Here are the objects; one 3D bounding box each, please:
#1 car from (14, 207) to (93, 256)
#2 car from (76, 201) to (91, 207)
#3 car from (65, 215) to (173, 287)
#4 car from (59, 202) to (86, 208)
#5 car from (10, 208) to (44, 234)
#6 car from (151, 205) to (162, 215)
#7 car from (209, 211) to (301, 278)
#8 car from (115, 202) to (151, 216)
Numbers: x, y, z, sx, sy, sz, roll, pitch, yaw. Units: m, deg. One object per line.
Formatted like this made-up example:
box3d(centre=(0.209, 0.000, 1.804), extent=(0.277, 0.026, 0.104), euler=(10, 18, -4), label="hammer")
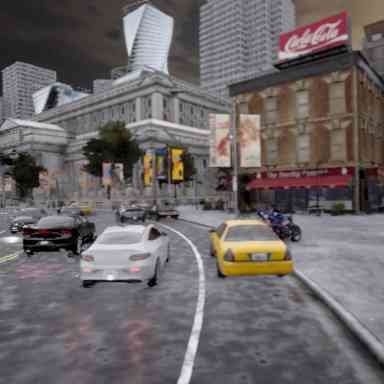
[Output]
box3d(centre=(-5.443, 1.663, 14.231), extent=(1.882, 1.535, 5.008), euler=(-1, 0, -5), label="car")
box3d(centre=(-14.721, 1.982, 42.743), extent=(1.801, 1.575, 5.366), euler=(-1, 0, -40), label="car")
box3d(centre=(-1.725, 1.614, 9.515), extent=(1.812, 1.442, 4.674), euler=(-1, 0, 1), label="car")
box3d(centre=(-12.706, 2.002, 34.349), extent=(1.994, 1.385, 4.181), euler=(-1, 0, -31), label="car")
box3d(centre=(-10.589, 1.855, 22.003), extent=(1.837, 1.490, 4.892), euler=(-1, -1, -18), label="car")
box3d(centre=(-5.316, 1.825, 34.962), extent=(2.002, 1.452, 4.674), euler=(-1, 0, -30), label="car")
box3d(centre=(1.535, 1.488, 10.238), extent=(1.801, 1.575, 5.366), euler=(-1, 0, 0), label="car")
box3d(centre=(-5.119, 1.745, 26.998), extent=(2.128, 1.511, 4.902), euler=(-1, 0, -21), label="car")
